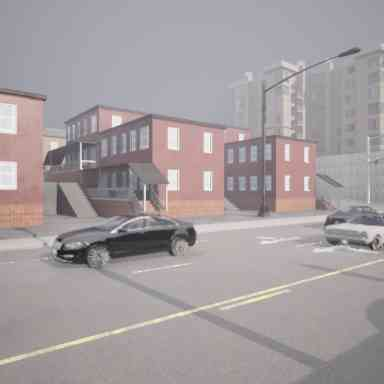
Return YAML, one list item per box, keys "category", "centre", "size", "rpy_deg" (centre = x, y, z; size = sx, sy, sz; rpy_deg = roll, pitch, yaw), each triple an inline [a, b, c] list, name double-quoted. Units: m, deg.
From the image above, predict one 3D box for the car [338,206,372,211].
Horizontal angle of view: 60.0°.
- category: "car"
  centre: [9.912, 1.565, 20.139]
  size: [4.181, 1.385, 1.994]
  rpy_deg: [0, 0, -36]

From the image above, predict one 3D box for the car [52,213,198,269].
- category: "car"
  centre: [-2.063, 1.492, 11.219]
  size: [4.902, 1.511, 2.128]
  rpy_deg: [0, 0, -37]

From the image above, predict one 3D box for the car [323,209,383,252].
- category: "car"
  centre: [7.633, 1.601, 14.106]
  size: [4.718, 1.301, 1.895]
  rpy_deg: [0, 0, -37]
